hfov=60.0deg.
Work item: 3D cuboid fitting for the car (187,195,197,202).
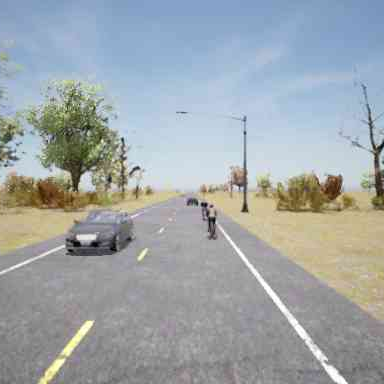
[{"bbox_3d":[-0.009,1.376,73.725,2.033,1.411,5.357,0,0,0],"label":"car"}]

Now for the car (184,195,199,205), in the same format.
[{"bbox_3d":[0.096,1.387,55.278,1.837,1.490,4.892,0,0,0],"label":"car"}]

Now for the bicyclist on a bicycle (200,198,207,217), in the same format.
[{"bbox_3d":[0.961,1.318,26.254,0.659,1.776,1.843,0,0,0],"label":"bicyclist on a bicycle"}]

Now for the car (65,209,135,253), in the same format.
[{"bbox_3d":[-3.599,1.464,13.733,2.128,1.511,4.902,0,0,0],"label":"car"}]

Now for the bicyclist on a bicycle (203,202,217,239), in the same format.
[{"bbox_3d":[0.962,1.421,16.012,0.582,1.620,1.656,0,0,0],"label":"bicyclist on a bicycle"}]
